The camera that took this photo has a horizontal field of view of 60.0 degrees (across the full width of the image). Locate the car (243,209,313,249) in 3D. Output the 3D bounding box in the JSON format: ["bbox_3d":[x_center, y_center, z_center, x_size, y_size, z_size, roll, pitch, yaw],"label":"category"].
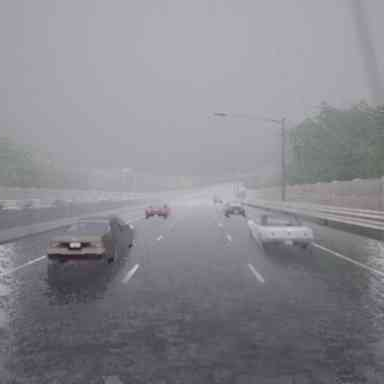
[{"bbox_3d":[3.716,1.648,14.904,1.895,1.301,4.718,0,0,1],"label":"car"}]

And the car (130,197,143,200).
[{"bbox_3d":[-11.703,1.903,72.948,1.812,1.442,4.674,0,-1,3],"label":"car"}]

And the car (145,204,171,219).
[{"bbox_3d":[-2.976,1.714,30.325,1.895,1.301,4.718,0,0,1],"label":"car"}]

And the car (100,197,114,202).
[{"bbox_3d":[-18.688,1.897,73.414,1.882,1.535,5.008,0,-1,3],"label":"car"}]

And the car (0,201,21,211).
[{"bbox_3d":[-17.082,1.661,33.776,2.033,1.411,5.357,0,0,2],"label":"car"}]

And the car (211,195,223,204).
[{"bbox_3d":[6.239,1.914,79.165,2.097,1.767,4.553,0,-1,4],"label":"car"}]

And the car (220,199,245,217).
[{"bbox_3d":[4.092,1.662,32.555,1.812,1.442,4.674,0,0,2],"label":"car"}]

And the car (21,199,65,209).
[{"bbox_3d":[-13.638,1.457,31.430,2.097,1.767,4.553,0,0,2],"label":"car"}]

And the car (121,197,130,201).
[{"bbox_3d":[-15.003,1.884,76.227,1.812,1.442,4.674,0,-1,4],"label":"car"}]

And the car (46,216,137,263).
[{"bbox_3d":[-3.323,1.579,12.050,2.033,1.411,5.357,0,0,1],"label":"car"}]
